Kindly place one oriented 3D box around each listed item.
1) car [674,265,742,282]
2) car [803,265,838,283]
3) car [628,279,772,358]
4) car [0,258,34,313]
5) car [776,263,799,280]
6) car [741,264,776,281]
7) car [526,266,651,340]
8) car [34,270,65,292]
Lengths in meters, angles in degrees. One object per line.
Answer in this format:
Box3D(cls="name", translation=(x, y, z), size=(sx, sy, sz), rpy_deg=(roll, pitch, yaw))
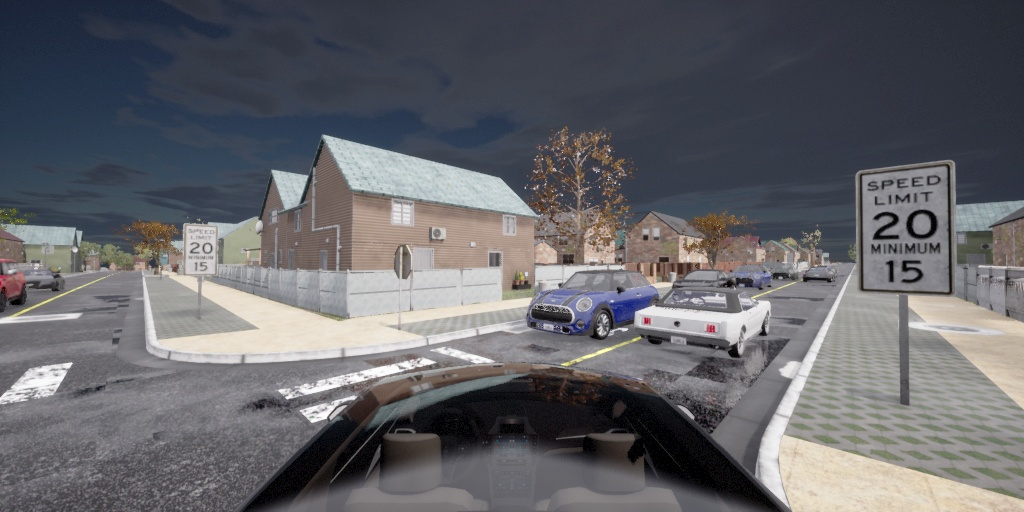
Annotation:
Box3D(cls="car", translation=(9.561, 1.394, 17.723), size=(1.882, 1.535, 5.008), rpy_deg=(-1, -1, 44))
Box3D(cls="car", translation=(27.697, 1.652, 32.353), size=(4.181, 1.385, 1.994), rpy_deg=(1, -1, -45))
Box3D(cls="car", translation=(4.868, 1.414, 8.748), size=(1.895, 1.301, 4.718), rpy_deg=(-1, -1, 44))
Box3D(cls="car", translation=(-20.708, 1.084, 13.653), size=(5.566, 2.045, 2.150), rpy_deg=(-1, -2, 44))
Box3D(cls="car", translation=(27.317, 1.535, 36.004), size=(2.097, 1.767, 4.553), rpy_deg=(-1, -1, 44))
Box3D(cls="car", translation=(16.404, 1.352, 24.811), size=(2.097, 1.767, 4.553), rpy_deg=(-1, -1, 44))
Box3D(cls="car", translation=(2.491, 1.184, 10.445), size=(4.553, 1.767, 2.097), rpy_deg=(1, -1, -45))
Box3D(cls="car", translation=(-29.876, 1.552, 22.531), size=(4.181, 1.385, 1.994), rpy_deg=(-1, -2, 44))
